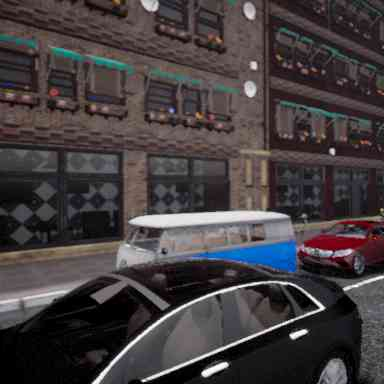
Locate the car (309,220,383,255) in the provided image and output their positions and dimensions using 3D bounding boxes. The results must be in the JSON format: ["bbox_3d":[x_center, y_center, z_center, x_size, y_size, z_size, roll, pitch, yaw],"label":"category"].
[{"bbox_3d":[5.045,1.532,10.158,4.206,1.307,1.802,0,0,-35],"label":"car"}]

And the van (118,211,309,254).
[{"bbox_3d":[0.405,1.320,6.850,3.998,1.788,1.690,0,0,-35],"label":"van"}]

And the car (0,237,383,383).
[{"bbox_3d":[-0.289,1.500,3.152,4.892,1.490,1.837,0,0,-35],"label":"car"}]
